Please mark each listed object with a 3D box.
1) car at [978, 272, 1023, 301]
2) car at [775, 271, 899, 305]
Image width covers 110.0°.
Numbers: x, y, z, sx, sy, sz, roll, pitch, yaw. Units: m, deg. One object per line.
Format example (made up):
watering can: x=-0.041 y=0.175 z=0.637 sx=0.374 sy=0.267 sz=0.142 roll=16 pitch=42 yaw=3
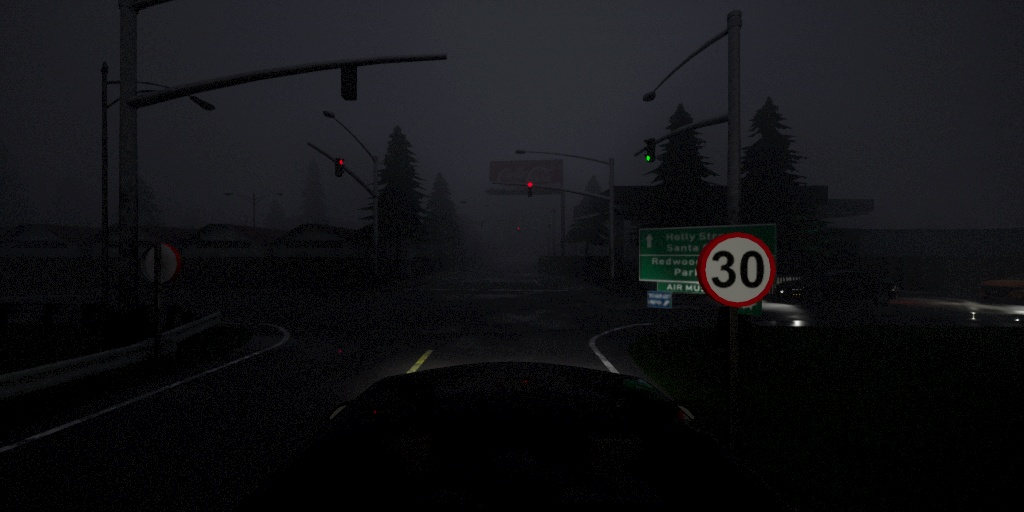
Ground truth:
car: x=25.132 y=1.419 z=16.811 sx=5.008 sy=1.535 sz=1.882 roll=0 pitch=0 yaw=1
car: x=15.196 y=1.446 z=16.940 sx=4.892 sy=1.490 sz=1.837 roll=0 pitch=0 yaw=1
